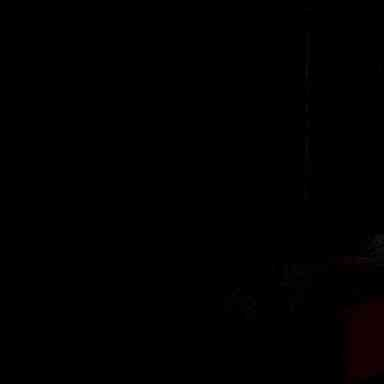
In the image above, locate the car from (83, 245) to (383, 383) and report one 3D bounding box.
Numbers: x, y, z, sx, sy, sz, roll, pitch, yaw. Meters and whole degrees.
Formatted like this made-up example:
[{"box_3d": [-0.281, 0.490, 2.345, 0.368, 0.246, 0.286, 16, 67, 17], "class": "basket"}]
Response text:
[{"box_3d": [1.217, 1.510, 4.232, 5.008, 1.535, 1.882, 1, 0, -36], "class": "car"}]
